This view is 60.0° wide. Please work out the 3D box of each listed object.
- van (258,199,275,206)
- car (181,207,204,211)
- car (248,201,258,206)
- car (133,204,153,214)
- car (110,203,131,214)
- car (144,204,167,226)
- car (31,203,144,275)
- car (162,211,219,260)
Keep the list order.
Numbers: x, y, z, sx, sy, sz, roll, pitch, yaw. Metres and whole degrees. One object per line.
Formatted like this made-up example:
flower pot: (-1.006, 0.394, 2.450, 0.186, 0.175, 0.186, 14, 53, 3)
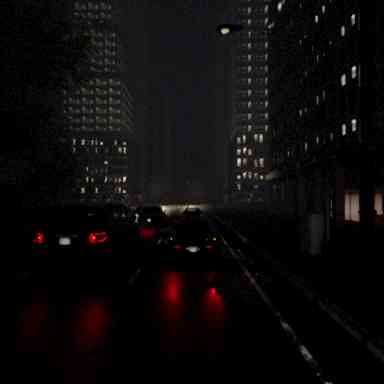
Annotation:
van: (18.384, 2.642, 78.818, 3.998, 1.788, 1.690, 0, -1, 2)
car: (0.053, 1.947, 27.416, 1.994, 1.385, 4.181, 0, -1, 1)
car: (17.116, 2.967, 86.986, 4.829, 1.417, 1.752, 0, -1, 2)
car: (-6.592, 2.272, 45.192, 1.895, 1.301, 4.718, 0, -1, 0)
car: (-9.842, 2.251, 46.159, 1.994, 1.385, 4.181, 0, -1, -1)
car: (-3.199, 1.887, 27.332, 1.837, 1.490, 4.892, 0, -1, 1)
car: (-3.216, 1.372, 11.160, 2.150, 2.045, 5.566, 0, 0, 0)
car: (0.054, 1.700, 13.041, 1.812, 1.442, 4.674, 0, -1, 0)
